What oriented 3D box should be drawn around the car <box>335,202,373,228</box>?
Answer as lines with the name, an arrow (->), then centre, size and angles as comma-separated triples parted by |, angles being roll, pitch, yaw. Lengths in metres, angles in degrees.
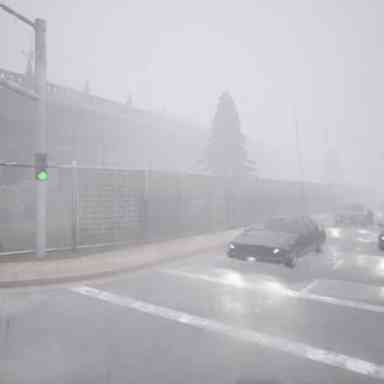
car -> 10.963, 1.494, 22.453 | 1.837, 1.490, 4.892 | 0, 1, 36

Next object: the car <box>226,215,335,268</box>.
car -> 3.224, 1.532, 11.655 | 2.033, 1.411, 5.357 | 0, 0, 35

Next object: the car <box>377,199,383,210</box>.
car -> 23.569, 1.486, 39.903 | 1.882, 1.535, 5.008 | 0, 0, 36

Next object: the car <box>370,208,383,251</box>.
car -> 8.807, 1.535, 13.437 | 2.033, 1.411, 5.357 | 0, 0, 36
